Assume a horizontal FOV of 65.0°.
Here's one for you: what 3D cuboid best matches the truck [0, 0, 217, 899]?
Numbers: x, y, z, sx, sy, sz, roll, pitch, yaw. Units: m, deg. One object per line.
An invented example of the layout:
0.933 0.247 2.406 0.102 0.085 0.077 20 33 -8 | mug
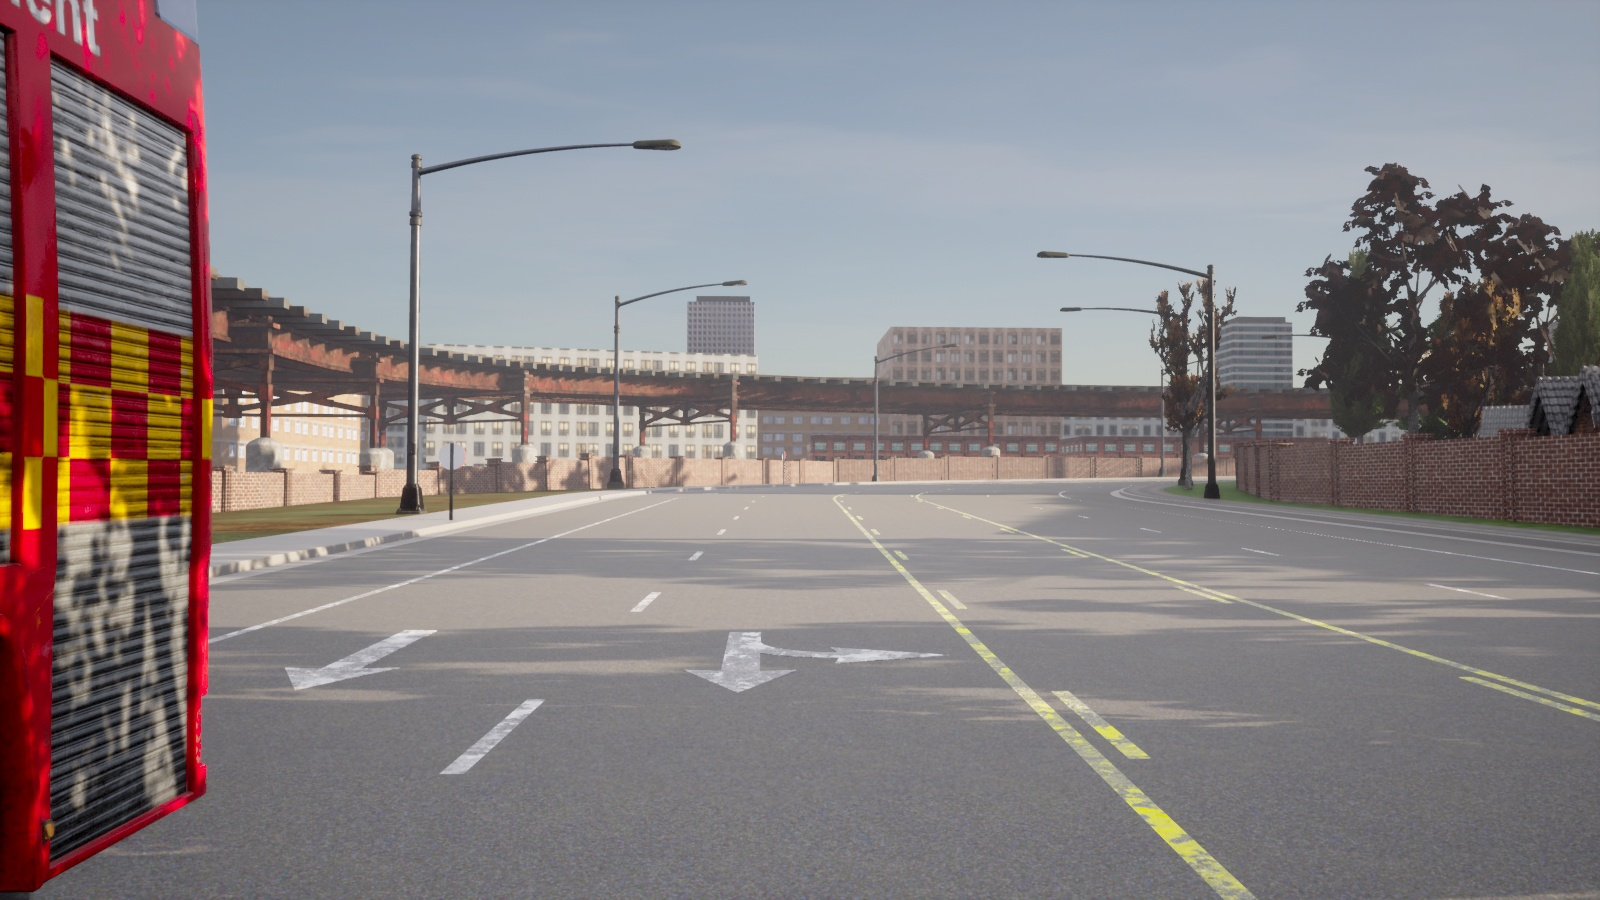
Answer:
-3.504 -0.332 0.213 2.891 3.827 8.468 0 -1 0 | truck
